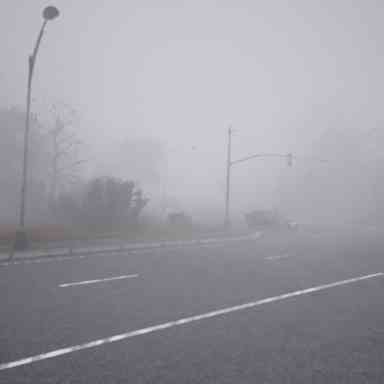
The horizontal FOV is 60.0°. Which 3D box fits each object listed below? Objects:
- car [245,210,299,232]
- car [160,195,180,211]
[{"bbox_3d":[5.991,2.119,25.358,2.128,1.511,4.902,3,-2,-27],"label":"car"},{"bbox_3d":[-3.348,1.492,49.168,2.150,2.045,5.566,2,1,-16],"label":"car"}]
